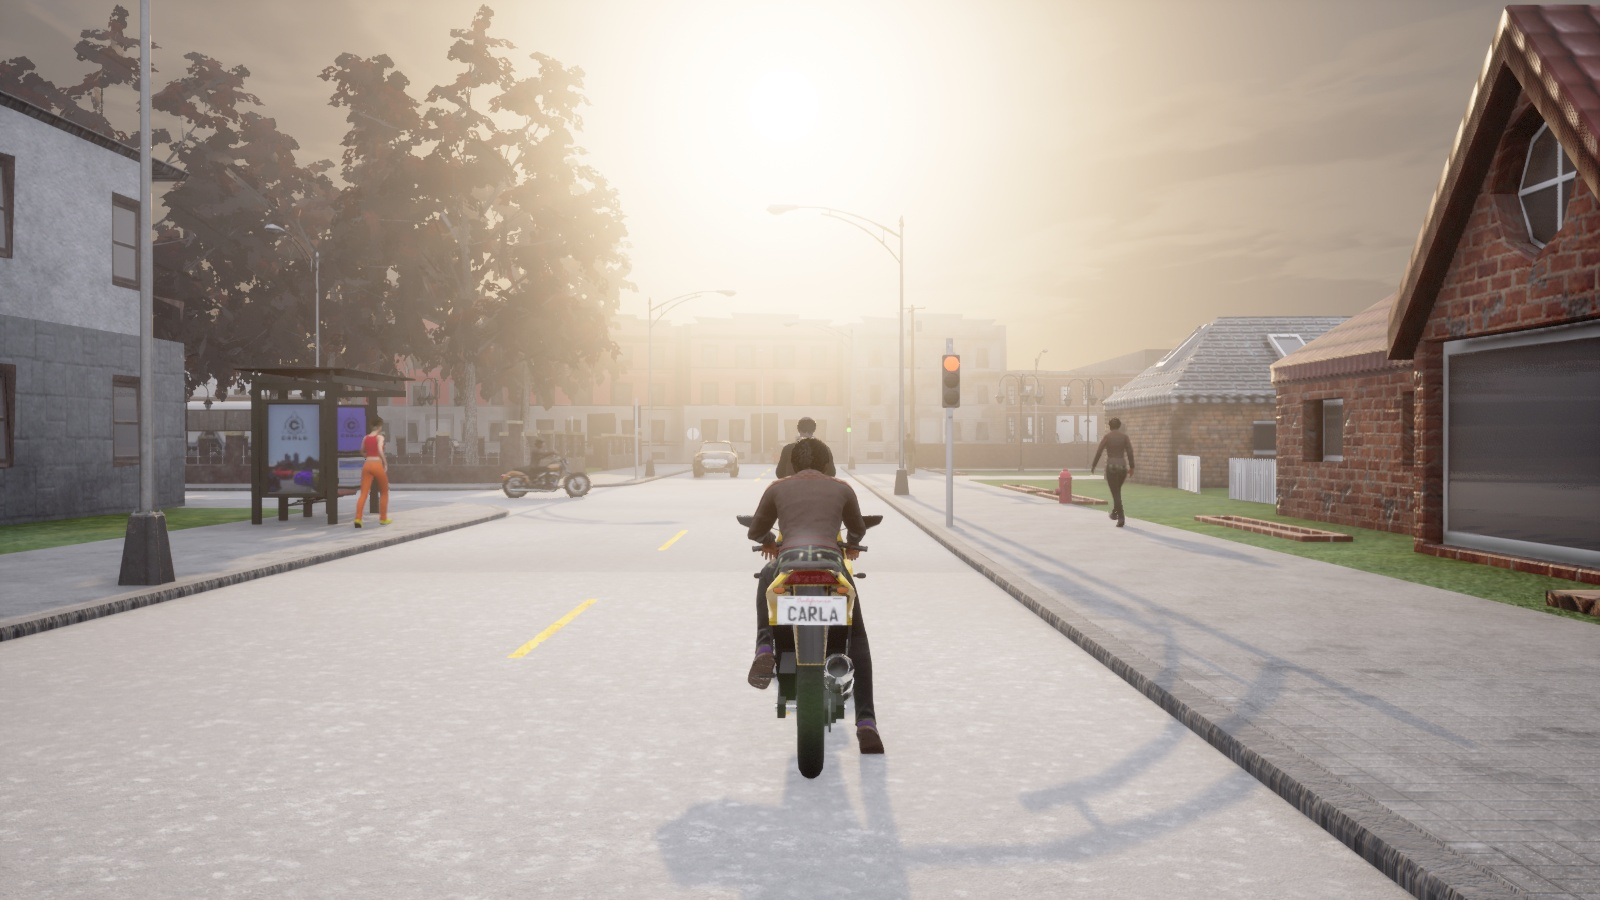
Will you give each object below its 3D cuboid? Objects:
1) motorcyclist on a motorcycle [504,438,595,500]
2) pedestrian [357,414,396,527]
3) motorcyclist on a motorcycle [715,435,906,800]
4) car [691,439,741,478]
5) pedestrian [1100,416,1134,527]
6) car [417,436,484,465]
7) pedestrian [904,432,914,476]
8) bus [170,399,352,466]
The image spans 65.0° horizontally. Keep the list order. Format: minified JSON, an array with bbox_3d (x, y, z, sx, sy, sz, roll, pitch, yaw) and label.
[{"bbox_3d":[-6.747,0.501,33.789,2.350,1.649,0.766,0,0,-15],"label":"motorcyclist on a motorcycle"},{"bbox_3d":[-7.040,0.333,20.875,0.345,1.836,0.594,0,0,15],"label":"pedestrian"},{"bbox_3d":[0.049,0.693,6.256,0.797,1.523,2.044,0,0,0],"label":"motorcyclist on a motorcycle"},{"bbox_3d":[-3.748,0.354,56.532,2.033,1.649,4.856,0,0,-1],"label":"car"},{"bbox_3d":[5.235,0.343,20.783,0.328,1.805,0.869,0,0,-1],"label":"pedestrian"},{"bbox_3d":[-22.915,0.058,82.453,3.866,1.878,1.905,0,0,1],"label":"car"},{"bbox_3d":[4.631,0.158,53.384,0.431,1.840,0.703,0,0,4],"label":"pedestrian"},{"bbox_3d":[-35.270,-1.124,82.490,10.273,4.253,3.944,0,0,1],"label":"bus"}]
